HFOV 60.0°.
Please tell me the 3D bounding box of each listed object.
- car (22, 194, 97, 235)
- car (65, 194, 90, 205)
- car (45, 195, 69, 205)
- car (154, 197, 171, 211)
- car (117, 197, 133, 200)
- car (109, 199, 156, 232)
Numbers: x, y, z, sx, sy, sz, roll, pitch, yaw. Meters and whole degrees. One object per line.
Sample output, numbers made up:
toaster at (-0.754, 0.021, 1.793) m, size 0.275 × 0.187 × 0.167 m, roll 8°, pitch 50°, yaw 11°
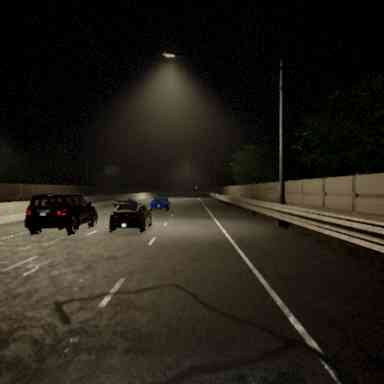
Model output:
car at (-6.900, 1.111, 18.075) m, size 2.150 × 2.045 × 5.566 m, roll 0°, pitch 0°, yaw 0°
car at (-17.575, 1.160, 51.338) m, size 2.128 × 1.511 × 4.902 m, roll 0°, pitch 0°, yaw 0°
car at (-21.069, 1.188, 52.158) m, size 1.812 × 1.442 × 4.674 m, roll 0°, pitch 0°, yaw 0°
car at (-3.400, 1.247, 36.435) m, size 1.882 × 1.535 × 5.008 m, roll 0°, pitch 0°, yaw 0°
car at (-6.900, 1.272, 34.809) m, size 2.128 × 1.511 × 4.902 m, roll 0°, pitch 0°, yaw 0°
car at (-3.400, 1.388, 19.025) m, size 1.837 × 1.490 × 4.892 m, roll 0°, pitch 0°, yaw 0°
